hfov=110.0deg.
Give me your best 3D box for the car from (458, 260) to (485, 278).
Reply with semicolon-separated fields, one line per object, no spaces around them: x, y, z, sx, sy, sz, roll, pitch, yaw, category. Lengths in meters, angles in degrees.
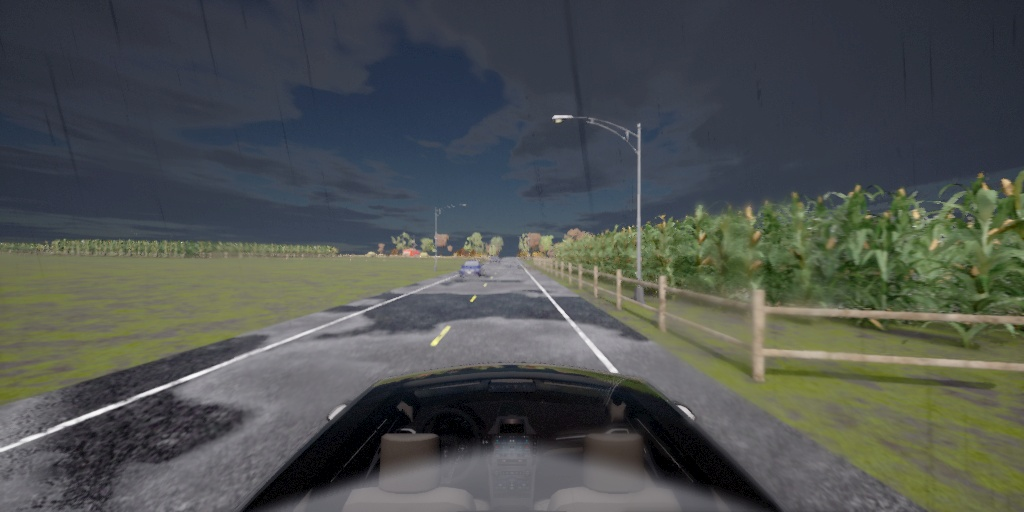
-3.588;1.133;32.486;1.812;1.442;4.674;0;0;0;car
